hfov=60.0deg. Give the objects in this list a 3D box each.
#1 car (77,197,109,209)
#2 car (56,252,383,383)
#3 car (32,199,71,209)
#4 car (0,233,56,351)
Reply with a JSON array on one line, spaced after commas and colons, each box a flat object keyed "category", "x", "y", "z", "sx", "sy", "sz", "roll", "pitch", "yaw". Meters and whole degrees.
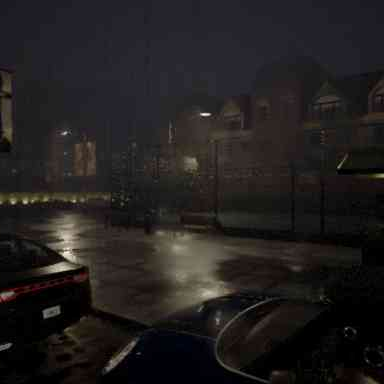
[{"category": "car", "x": -13.450, "y": 1.476, "z": 45.551, "sx": 1.812, "sy": 1.442, "sz": 4.674, "roll": 0, "pitch": 0, "yaw": 35}, {"category": "car", "x": 1.394, "y": 1.354, "z": 2.309, "sx": 4.553, "sy": 1.767, "sz": 2.185, "roll": 0, "pitch": 0, "yaw": 35}, {"category": "car", "x": -18.655, "y": 1.547, "z": 44.250, "sx": 1.895, "sy": 1.301, "sz": 4.718, "roll": 0, "pitch": 0, "yaw": 35}, {"category": "car", "x": -3.917, "y": 1.471, "z": 5.927, "sx": 5.008, "sy": 1.535, "sz": 2.097, "roll": 0, "pitch": 0, "yaw": 35}]
